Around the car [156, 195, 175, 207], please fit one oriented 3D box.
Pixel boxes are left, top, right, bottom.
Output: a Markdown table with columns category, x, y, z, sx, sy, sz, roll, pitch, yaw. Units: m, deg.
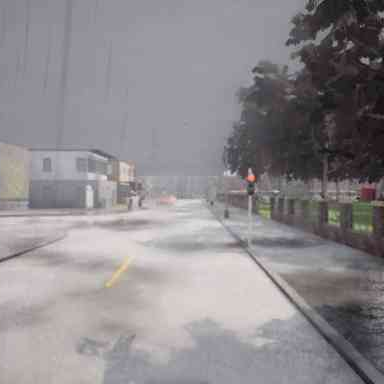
| category | x | y | z | sx | sy | sz | roll | pitch | yaw |
| --- | --- | --- | --- | --- | --- | --- | --- | --- | --- |
| car | -4.084 | 1.236 | 49.594 | 2.097 | 1.767 | 4.553 | 0 | 0 | 0 |

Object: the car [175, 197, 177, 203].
| category | x | y | z | sx | sy | sz | roll | pitch | yaw |
| --- | --- | --- | --- | --- | --- | --- | --- | --- | --- |
| car | -4.040 | 1.369 | 65.325 | 1.812 | 1.442 | 4.674 | 0 | 0 | 0 |

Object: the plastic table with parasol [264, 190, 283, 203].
| category | x | y | z | sx | sy | sz | roll | pitch | yaw |
| --- | --- | --- | --- | --- | --- | --- | --- | --- | --- |
| plastic table with parasol | 15.262 | 0.801 | 62.622 | 2.482 | 2.480 | 2.482 | -1 | 1 | -40 |
